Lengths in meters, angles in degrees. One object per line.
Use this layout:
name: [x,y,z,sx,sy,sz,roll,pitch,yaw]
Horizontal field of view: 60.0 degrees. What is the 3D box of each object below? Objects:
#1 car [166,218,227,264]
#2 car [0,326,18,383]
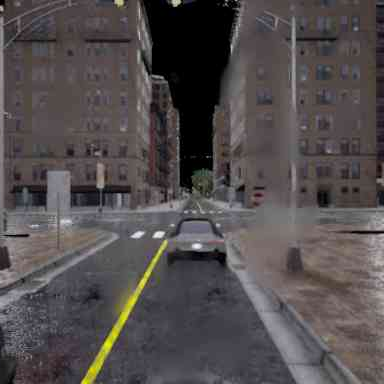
car: [0.128,1.645,12.200,1.994,1.385,4.181,0,0,-1]
car: [-2.589,1.554,0.832,2.033,1.411,5.357,0,0,0]
